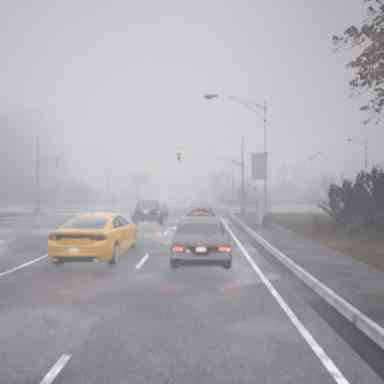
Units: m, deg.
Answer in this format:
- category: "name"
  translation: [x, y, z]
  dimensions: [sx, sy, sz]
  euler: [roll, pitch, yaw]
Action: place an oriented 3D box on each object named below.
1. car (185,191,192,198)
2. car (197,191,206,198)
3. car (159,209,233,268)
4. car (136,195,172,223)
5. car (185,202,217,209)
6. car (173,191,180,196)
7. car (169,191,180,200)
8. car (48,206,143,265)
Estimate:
- category: "car"
  translation: [-0.940, 0.875, 90.796]
  dimensions: [1.837, 1.490, 4.892]
  euler: [0, 1, 1]
- category: "car"
  translation: [2.562, 0.610, 90.726]
  dimensions: [2.150, 2.045, 5.566]
  euler: [0, 1, 1]
- category: "car"
  translation: [0.287, 1.533, 11.146]
  dimensions: [2.033, 1.411, 5.357]
  euler: [0, 0, 1]
- category: "car"
  translation: [-2.873, 1.286, 23.335]
  dimensions: [2.097, 1.767, 4.553]
  euler: [0, 0, 2]
- category: "car"
  translation: [0.598, 1.445, 22.296]
  dimensions: [1.837, 1.490, 4.892]
  euler: [0, 0, 2]
- category: "car"
  translation: [-4.383, 0.396, 95.034]
  dimensions: [1.837, 1.490, 4.892]
  euler: [0, 1, 0]
- category: "car"
  translation: [-4.775, 1.112, 79.373]
  dimensions: [2.128, 1.511, 4.902]
  euler: [0, 1, 2]
- category: "car"
  translation: [-3.191, 1.459, 11.611]
  dimensions: [1.882, 1.535, 5.008]
  euler: [0, 0, 1]
